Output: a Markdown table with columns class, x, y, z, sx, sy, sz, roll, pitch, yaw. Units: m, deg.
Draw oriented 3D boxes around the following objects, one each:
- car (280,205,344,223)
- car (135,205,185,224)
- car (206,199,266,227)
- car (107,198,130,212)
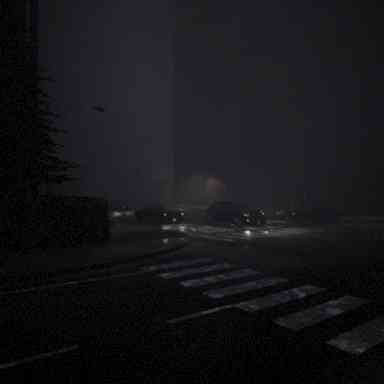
| class | x | y | z | sx | sy | sz | roll | pitch | yaw |
| --- | --- | --- | --- | --- | --- | --- | --- | --- | --- |
| car | 9.395 | 1.662 | 26.143 | 4.718 | 1.301 | 1.895 | 0 | 0 | -17 |
| car | -2.507 | 1.666 | 25.235 | 1.895 | 1.301 | 4.718 | 0 | 0 | -36 |
| car | 3.032 | 1.420 | 23.539 | 2.097 | 1.767 | 4.553 | 0 | 0 | -36 |
| car | -9.295 | 1.574 | 40.791 | 1.837 | 1.490 | 4.892 | 0 | -1 | -35 |
